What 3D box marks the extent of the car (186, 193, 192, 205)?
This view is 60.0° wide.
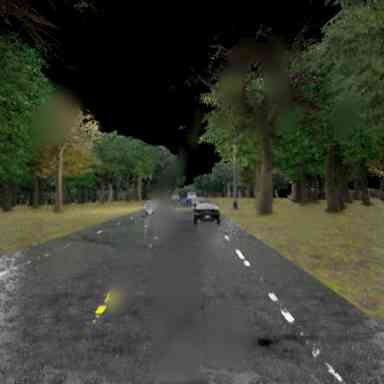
[{"bbox_3d":[-0.022,1.446,59.181,1.882,1.535,5.008,0,0,0],"label":"car"}]

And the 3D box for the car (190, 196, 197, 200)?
[{"bbox_3d":[1.037,1.512,34.884,1.882,1.535,5.008,0,0,0],"label":"car"}]

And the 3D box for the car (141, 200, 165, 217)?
[{"bbox_3d":[-3.607,1.529,31.274,2.128,1.511,4.902,0,0,0],"label":"car"}]

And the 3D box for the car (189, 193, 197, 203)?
[{"bbox_3d":[1.034,1.376,40.855,2.097,1.767,4.553,0,0,0],"label":"car"}]

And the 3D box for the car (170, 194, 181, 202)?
[{"bbox_3d":[-3.527,1.227,71.963,2.097,1.767,4.553,0,0,0],"label":"car"}]

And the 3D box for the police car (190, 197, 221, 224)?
[{"bbox_3d":[1.041,1.464,24.991,1.930,1.638,5.238,0,0,0],"label":"police car"}]
